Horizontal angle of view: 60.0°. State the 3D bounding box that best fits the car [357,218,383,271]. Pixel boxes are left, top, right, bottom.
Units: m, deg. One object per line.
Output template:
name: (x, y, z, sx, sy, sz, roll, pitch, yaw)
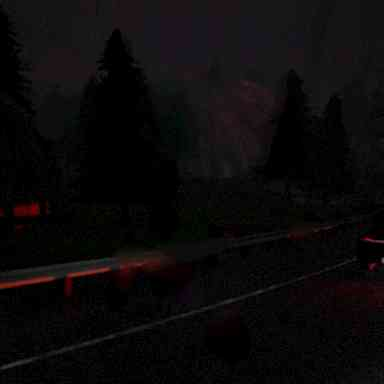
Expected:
car: (6.430, 1.410, 9.604, 4.902, 1.511, 2.128, -1, 0, -44)
